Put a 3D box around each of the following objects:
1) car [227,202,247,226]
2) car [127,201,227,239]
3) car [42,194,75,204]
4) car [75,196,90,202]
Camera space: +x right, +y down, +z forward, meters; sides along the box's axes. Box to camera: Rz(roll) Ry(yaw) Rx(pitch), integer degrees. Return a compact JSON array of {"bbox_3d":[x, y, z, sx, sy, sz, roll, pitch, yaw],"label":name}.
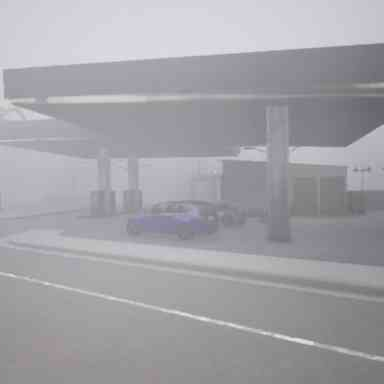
[{"bbox_3d":[1.454,1.350,21.251,3.806,1.475,1.970,-1,0,33],"label":"car"},{"bbox_3d":[-1.007,1.246,16.003,4.611,1.667,2.242,-1,0,33],"label":"car"},{"bbox_3d":[-26.890,1.382,66.255,2.150,2.045,5.566,-1,0,39],"label":"car"},{"bbox_3d":[-24.904,1.601,73.233,4.892,1.490,1.837,-1,0,-40],"label":"car"}]
